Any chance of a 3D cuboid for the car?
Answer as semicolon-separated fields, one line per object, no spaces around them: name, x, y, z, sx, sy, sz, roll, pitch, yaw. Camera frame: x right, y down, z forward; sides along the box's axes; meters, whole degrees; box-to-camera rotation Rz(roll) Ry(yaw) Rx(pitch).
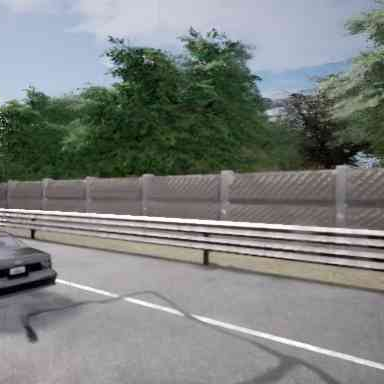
car;-5.390;1.553;7.839;5.357;1.411;2.033;0;0;36
